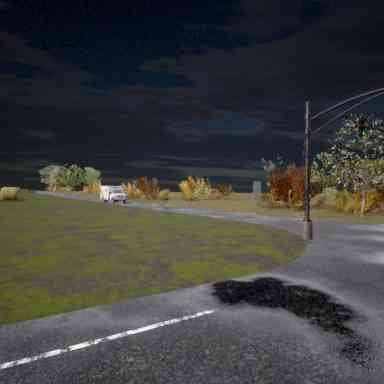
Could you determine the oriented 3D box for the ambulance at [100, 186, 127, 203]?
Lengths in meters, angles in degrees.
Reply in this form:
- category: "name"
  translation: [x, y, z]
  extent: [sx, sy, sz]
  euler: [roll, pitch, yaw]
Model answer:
- category: "ambulance"
  translation: [-11.822, 0.341, 50.096]
  extent: [2.351, 2.431, 6.366]
  euler: [2, 0, -32]
